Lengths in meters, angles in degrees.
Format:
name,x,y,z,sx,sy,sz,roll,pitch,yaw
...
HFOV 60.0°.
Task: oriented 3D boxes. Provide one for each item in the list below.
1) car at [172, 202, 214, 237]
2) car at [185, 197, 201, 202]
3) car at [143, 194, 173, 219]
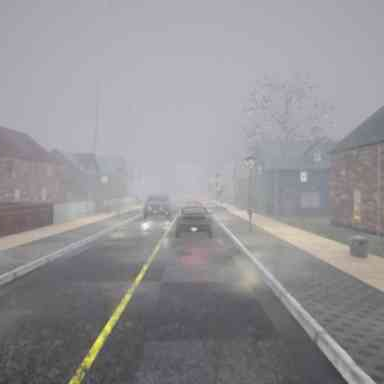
name,x,y,z,sx,sy,sz,roll,pitch,yaw
car,0.095,1.489,17.931,1.837,1.490,4.892,0,0,0
car,0.087,1.444,43.378,1.882,1.535,5.008,0,0,0
car,-2.856,1.197,28.700,2.150,2.045,5.566,0,0,0
